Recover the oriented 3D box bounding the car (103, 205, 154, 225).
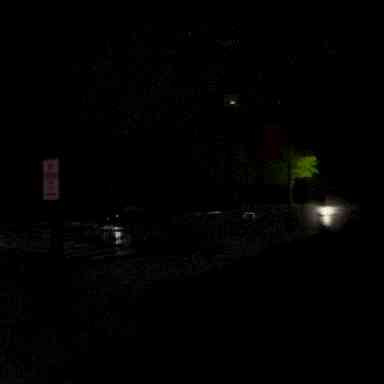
[{"bbox_3d":[-5.146,1.844,27.581,1.812,1.442,4.674,-1,-1,36],"label":"car"}]

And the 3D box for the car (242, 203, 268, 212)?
[{"bbox_3d":[9.036,2.154,47.427,1.895,1.301,4.718,-1,-1,36],"label":"car"}]
